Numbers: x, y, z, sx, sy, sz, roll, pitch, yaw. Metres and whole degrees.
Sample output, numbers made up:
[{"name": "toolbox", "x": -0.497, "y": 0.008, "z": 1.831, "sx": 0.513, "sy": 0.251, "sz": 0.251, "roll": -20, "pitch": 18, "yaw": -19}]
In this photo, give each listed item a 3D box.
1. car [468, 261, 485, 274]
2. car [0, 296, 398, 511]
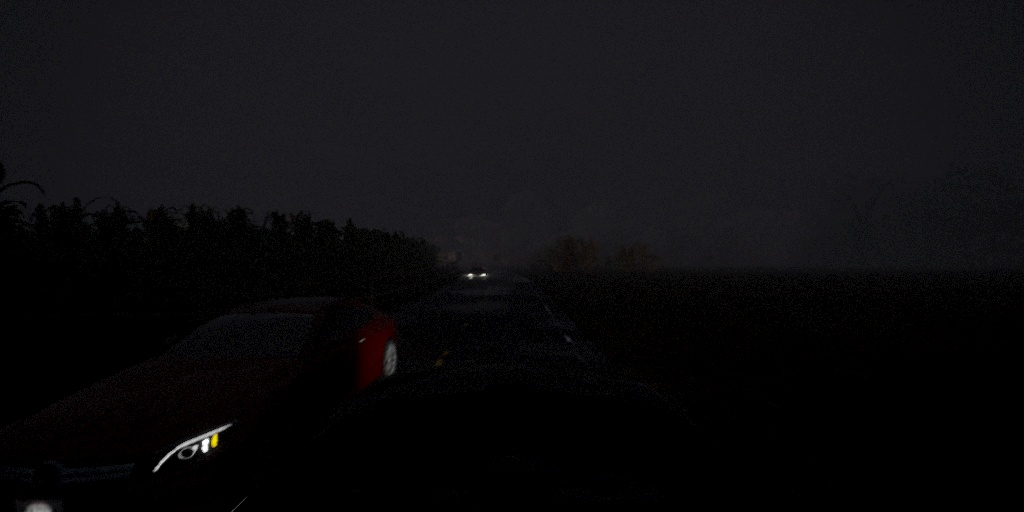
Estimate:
[{"name": "car", "x": -4.454, "y": 1.411, "z": 45.324, "sx": 1.882, "sy": 1.535, "sz": 5.008, "roll": 0, "pitch": 0, "yaw": -7}, {"name": "car", "x": -2.852, "y": 1.289, "z": 4.491, "sx": 1.812, "sy": 1.442, "sz": 4.674, "roll": 0, "pitch": 0, "yaw": 0}]
